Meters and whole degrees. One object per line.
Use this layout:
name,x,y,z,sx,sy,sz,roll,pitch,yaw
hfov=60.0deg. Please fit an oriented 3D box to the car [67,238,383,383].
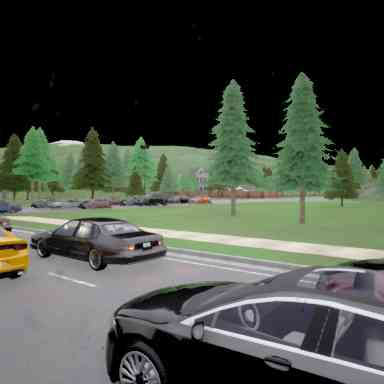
car,1.196,1.492,3.098,4.902,1.511,2.128,0,0,38

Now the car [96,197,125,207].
car,-12.958,1.564,53.144,1.994,1.385,4.181,0,0,38

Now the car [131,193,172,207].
car,-6.037,1.222,50.607,2.150,2.045,5.566,0,0,39

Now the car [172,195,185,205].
car,-2.315,1.352,60.880,2.097,1.767,4.553,0,0,39

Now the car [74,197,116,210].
car,-12.419,1.564,42.590,1.994,1.385,4.181,0,0,38

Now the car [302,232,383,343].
car,4.163,1.564,5.219,4.181,1.385,1.994,0,0,38

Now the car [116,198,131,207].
car,-9.448,1.564,51.929,1.994,1.385,4.181,0,0,39

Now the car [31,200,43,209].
car,-19.440,1.564,45.000,1.994,1.385,4.181,0,0,39

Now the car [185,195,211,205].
car,1.403,1.351,59.926,2.097,1.767,4.553,0,0,39

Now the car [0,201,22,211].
car,-19.885,1.547,33.072,2.033,1.411,5.357,0,0,37

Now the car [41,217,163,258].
car,-3.265,1.547,10.975,5.357,1.411,2.033,0,0,38

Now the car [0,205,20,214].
car,-11.249,1.547,17.118,5.357,1.411,2.033,0,0,38

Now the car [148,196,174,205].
car,-5.758,1.477,62.162,1.882,1.535,5.008,0,0,39

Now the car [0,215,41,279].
car,-6.274,1.478,8.881,5.008,1.535,1.882,0,0,38

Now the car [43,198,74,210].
car,-16.305,1.601,43.319,1.895,1.301,4.718,0,0,38
